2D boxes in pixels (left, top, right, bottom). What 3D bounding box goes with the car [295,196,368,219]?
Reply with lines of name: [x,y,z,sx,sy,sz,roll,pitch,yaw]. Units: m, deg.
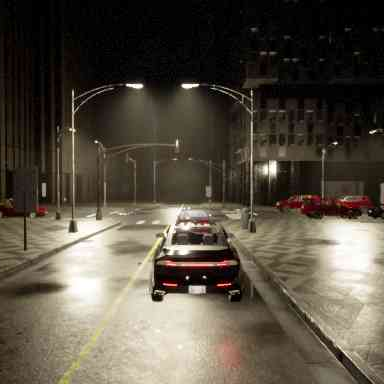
car: [12.083,1.463,29.152,5.009,1.841,2.192,0,1,0]

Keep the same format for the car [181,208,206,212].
car: [0.077,1.550,17.944,2.033,1.411,5.357,0,0,0]

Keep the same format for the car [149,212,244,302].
car: [0.089,1.490,8.235,2.128,1.511,4.902,0,0,0]

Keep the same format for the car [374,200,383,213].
car: [23.340,1.635,37.728,4.313,1.339,1.947,0,1,0]

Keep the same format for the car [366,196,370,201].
car: [17.699,1.354,37.701,5.009,1.841,2.192,0,1,0]

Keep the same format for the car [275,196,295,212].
car: [12.055,1.326,37.676,5.009,1.841,2.192,0,1,0]

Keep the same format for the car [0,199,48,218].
car: [-14.959,1.566,29.036,4.507,1.381,1.887,0,1,0]

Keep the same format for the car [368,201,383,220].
car: [17.725,1.743,29.180,4.313,1.339,1.947,0,1,0]
